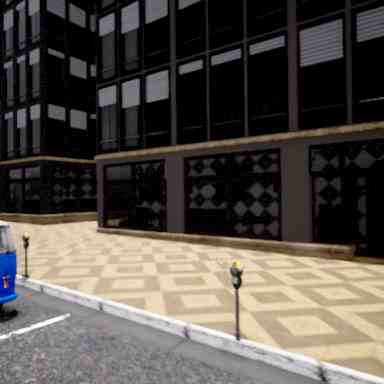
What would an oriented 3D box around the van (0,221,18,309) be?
[{"bbox_3d":[-5.049,1.331,6.451,3.998,1.788,1.690,0,-1,36],"label":"van"}]
